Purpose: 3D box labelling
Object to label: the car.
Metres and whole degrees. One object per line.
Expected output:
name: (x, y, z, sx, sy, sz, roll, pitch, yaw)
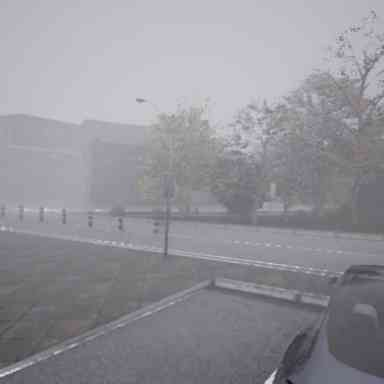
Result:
car: (2.401, 1.510, 3.470, 2.163, 1.488, 4.792, 0, 0, 35)
